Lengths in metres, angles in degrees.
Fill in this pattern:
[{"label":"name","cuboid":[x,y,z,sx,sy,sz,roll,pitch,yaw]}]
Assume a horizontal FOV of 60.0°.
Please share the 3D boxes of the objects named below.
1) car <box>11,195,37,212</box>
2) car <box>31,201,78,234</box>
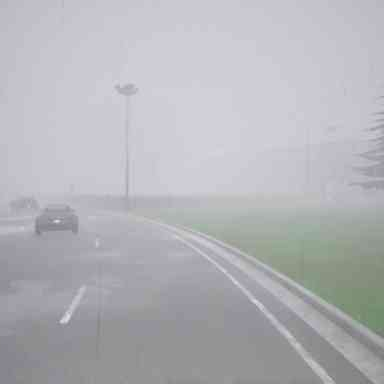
[{"label":"car","cuboid":[-16.680,1.086,33.042,1.837,1.490,4.892,-1,1,-37]},{"label":"car","cuboid":[-7.177,1.336,17.690,1.994,1.385,4.181,0,1,-22]}]
